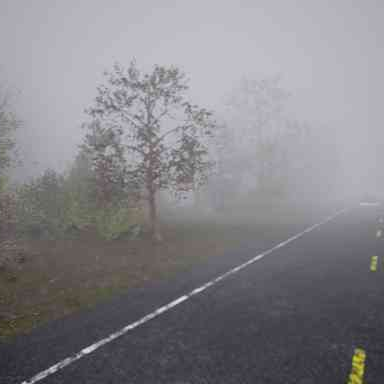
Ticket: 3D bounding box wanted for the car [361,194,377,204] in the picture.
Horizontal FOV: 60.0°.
[{"bbox_3d":[25.932,0.956,48.652,1.994,1.385,4.181,-2,0,30],"label":"car"}]
